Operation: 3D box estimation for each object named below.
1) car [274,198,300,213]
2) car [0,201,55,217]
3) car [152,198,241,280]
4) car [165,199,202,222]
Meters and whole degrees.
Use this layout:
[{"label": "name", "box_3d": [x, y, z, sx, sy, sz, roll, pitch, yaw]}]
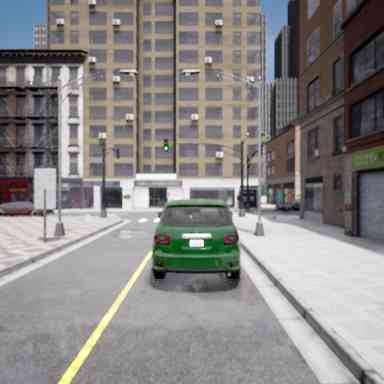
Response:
[{"label": "car", "box_3d": [11.071, 1.326, 33.179, 5.357, 1.411, 2.033, -1, 0, -1]}, {"label": "car", "box_3d": [-15.180, 1.556, 29.706, 5.357, 1.411, 2.033, 0, 0, 3]}, {"label": "car", "box_3d": [0.109, 1.191, 9.973, 2.150, 2.045, 5.566, 0, 1, 0]}, {"label": "car", "box_3d": [-0.789, 1.413, 26.421, 1.837, 1.490, 4.892, 1, 0, -15]}]
